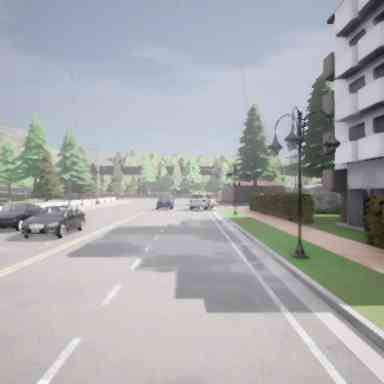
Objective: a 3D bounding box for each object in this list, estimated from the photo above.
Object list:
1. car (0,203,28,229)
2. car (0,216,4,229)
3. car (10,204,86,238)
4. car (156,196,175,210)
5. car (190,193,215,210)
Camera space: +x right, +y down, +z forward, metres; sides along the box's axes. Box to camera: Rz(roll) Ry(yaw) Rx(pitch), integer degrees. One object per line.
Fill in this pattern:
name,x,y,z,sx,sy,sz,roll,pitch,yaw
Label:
car,-10.564,1.462,20.488,1.882,1.535,5.008,0,0,0
car,-7.083,1.542,7.863,2.033,1.411,5.357,0,0,0
car,-7.077,1.478,17.514,2.128,1.511,4.902,0,0,0
car,-3.418,1.317,43.472,2.097,1.767,4.553,0,0,0
car,1.324,1.190,42.132,2.150,2.045,5.566,-1,0,16
